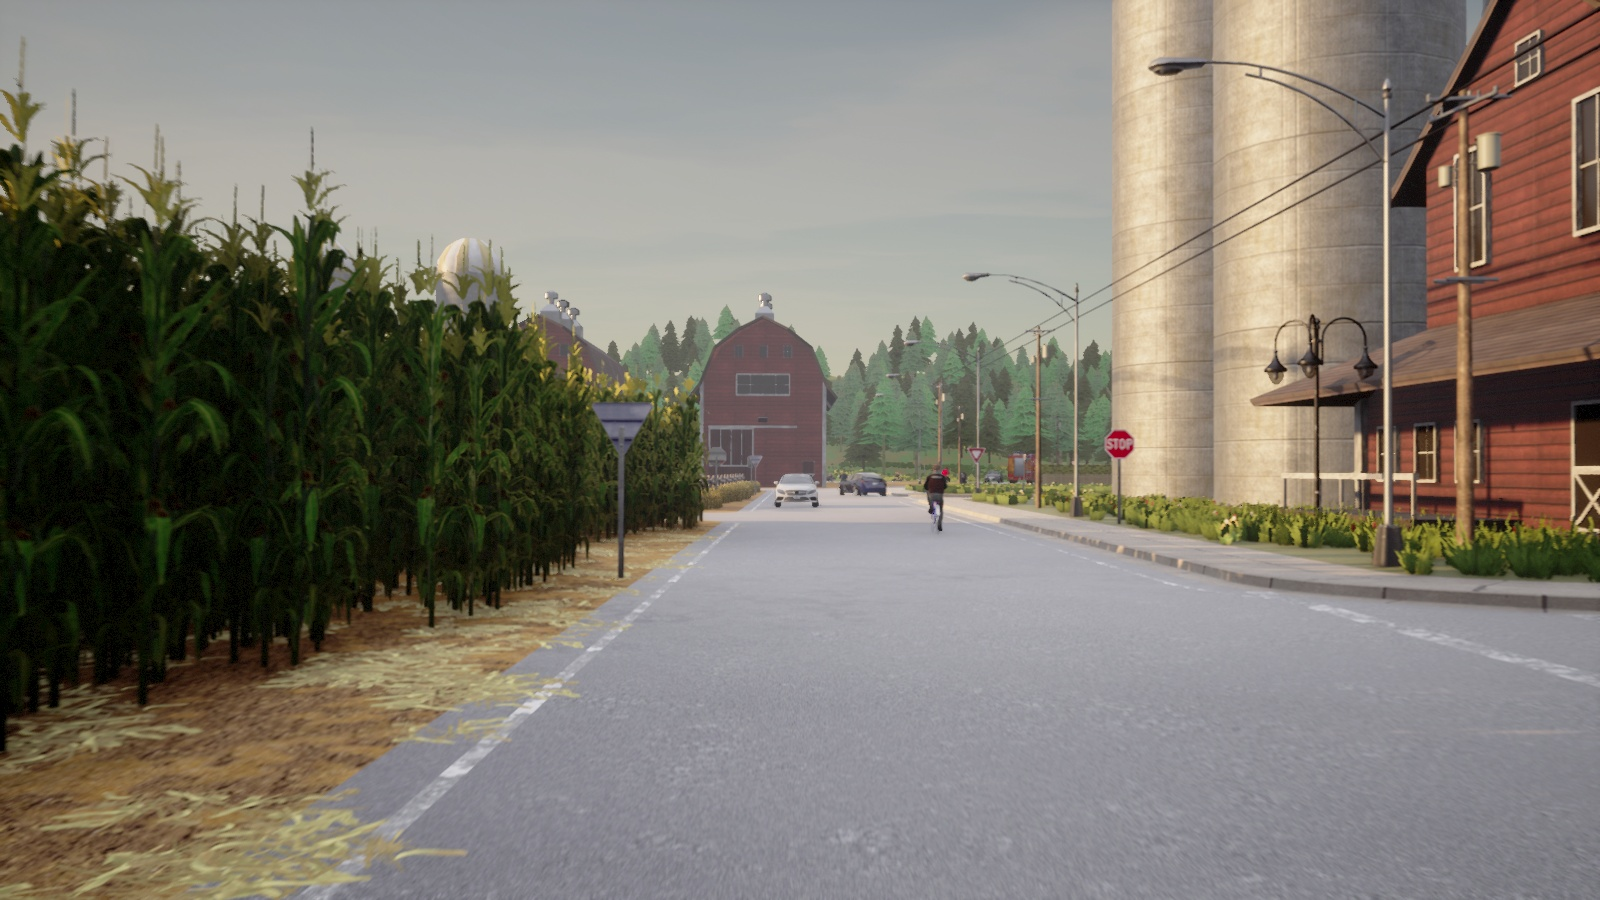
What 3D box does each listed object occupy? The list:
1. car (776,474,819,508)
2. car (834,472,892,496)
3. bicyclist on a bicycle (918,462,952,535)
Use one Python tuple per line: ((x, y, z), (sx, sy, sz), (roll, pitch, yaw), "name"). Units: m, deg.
((-0.135, 1.774, 55.458), (1.812, 1.442, 4.674), (0, -1, 0), "car")
((3.965, 2.145, 79.950), (2.163, 1.488, 4.792), (0, -1, -17), "car")
((3.422, 1.209, 31.898), (0.659, 1.776, 1.843), (0, -1, 0), "bicyclist on a bicycle")
